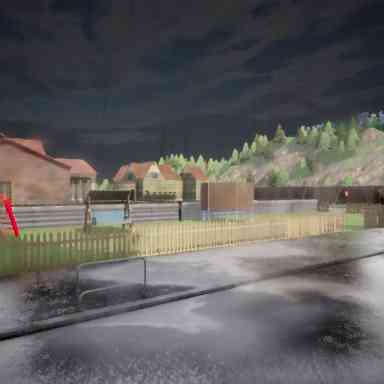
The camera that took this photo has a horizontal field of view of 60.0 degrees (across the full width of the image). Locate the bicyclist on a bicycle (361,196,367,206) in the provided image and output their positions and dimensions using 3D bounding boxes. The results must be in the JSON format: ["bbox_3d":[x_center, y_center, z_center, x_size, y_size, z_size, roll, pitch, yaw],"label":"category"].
[{"bbox_3d":[24.065,1.347,46.547,1.656,1.620,0.582,0,0,-36],"label":"bicyclist on a bicycle"}]

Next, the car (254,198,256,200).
[{"bbox_3d":[9.415,1.515,59.681,1.837,1.490,4.892,0,0,-36],"label":"car"}]
